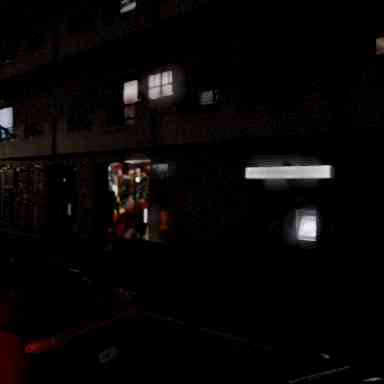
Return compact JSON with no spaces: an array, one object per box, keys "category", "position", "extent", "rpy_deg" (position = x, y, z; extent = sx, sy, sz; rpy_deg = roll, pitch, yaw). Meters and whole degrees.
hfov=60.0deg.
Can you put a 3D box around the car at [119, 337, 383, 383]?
[{"category":"car","position":[1.927,1.566,1.444],"extent":[4.313,1.339,1.947],"rpy_deg":[0,1,36]}]

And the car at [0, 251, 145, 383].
[{"category":"car","position":[-2.685,1.543,4.734],"extent":[4.507,1.381,1.887],"rpy_deg":[0,1,36]}]
